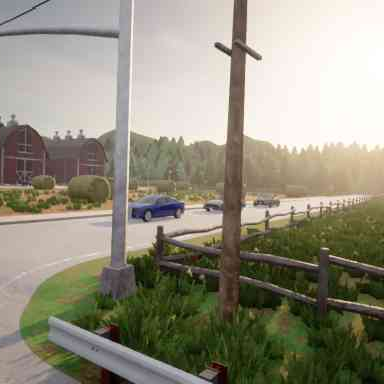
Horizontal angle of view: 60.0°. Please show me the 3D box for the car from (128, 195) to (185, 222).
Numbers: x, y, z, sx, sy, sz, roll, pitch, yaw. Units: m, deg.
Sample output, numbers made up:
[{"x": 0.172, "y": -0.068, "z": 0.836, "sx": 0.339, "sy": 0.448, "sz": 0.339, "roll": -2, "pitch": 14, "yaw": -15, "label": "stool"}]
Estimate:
[{"x": -2.412, "y": 0.939, "z": 21.219, "sx": 1.882, "sy": 1.535, "sz": 5.008, "roll": 3, "pitch": 2, "yaw": 33, "label": "car"}]

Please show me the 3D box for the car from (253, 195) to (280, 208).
[{"x": 8.544, "y": 0.992, "z": 37.836, "sx": 1.994, "sy": 1.385, "sz": 4.181, "roll": 3, "pitch": 2, "yaw": 33, "label": "car"}]

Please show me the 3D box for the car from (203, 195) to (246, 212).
[{"x": 3.027, "y": 0.992, "z": 29.481, "sx": 2.033, "sy": 1.411, "sz": 5.357, "roll": 3, "pitch": 2, "yaw": 33, "label": "car"}]

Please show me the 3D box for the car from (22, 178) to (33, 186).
[{"x": -38.958, "y": -2.351, "z": 79.380, "sx": 1.905, "sy": 1.878, "sz": 3.866, "roll": 8, "pitch": 2, "yaw": -13, "label": "car"}]
